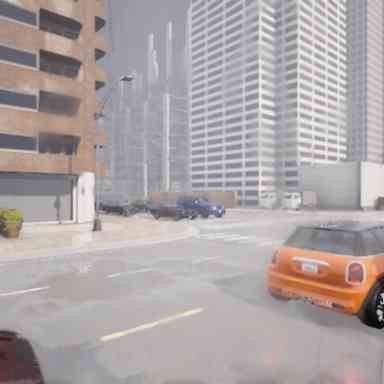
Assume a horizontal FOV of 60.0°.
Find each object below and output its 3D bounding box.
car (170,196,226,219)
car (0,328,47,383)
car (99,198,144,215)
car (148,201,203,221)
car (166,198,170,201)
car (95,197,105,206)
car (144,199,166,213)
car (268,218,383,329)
[{"bbox_3d":[0.713,1.398,31.886,2.150,2.045,5.566,0,0,-41],"label":"car"},{"bbox_3d":[-3.070,1.567,1.990,4.181,1.385,1.994,0,0,-34],"label":"car"},{"bbox_3d":[-7.858,1.726,36.460,2.033,1.411,5.357,0,0,-41],"label":"car"},{"bbox_3d":[-1.558,1.763,29.156,1.895,1.301,4.718,0,0,-41],"label":"car"},{"bbox_3d":[-2.746,1.557,41.549,2.097,1.767,4.553,0,0,-41],"label":"car"},{"bbox_3d":[-12.299,1.563,47.010,2.097,1.767,4.553,0,0,-40],"label":"car"},{"bbox_3d":[-5.602,1.697,39.206,1.837,1.490,4.892,0,0,-41],"label":"car"},{"bbox_3d":[3.746,1.386,7.305,4.553,1.767,2.097,0,0,-39],"label":"car"}]
